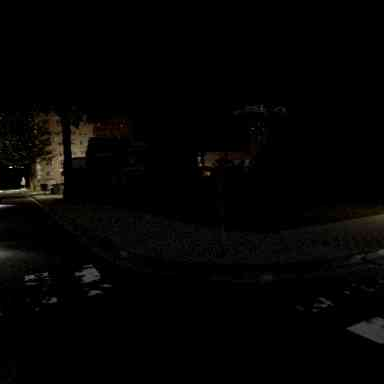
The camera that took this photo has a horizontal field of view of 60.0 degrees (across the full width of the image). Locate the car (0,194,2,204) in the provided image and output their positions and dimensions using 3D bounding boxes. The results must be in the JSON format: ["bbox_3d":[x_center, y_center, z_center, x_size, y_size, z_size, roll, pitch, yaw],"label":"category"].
[{"bbox_3d":[-22.257,0.671,36.872,1.994,1.385,4.181,-5,4,-28],"label":"car"}]
